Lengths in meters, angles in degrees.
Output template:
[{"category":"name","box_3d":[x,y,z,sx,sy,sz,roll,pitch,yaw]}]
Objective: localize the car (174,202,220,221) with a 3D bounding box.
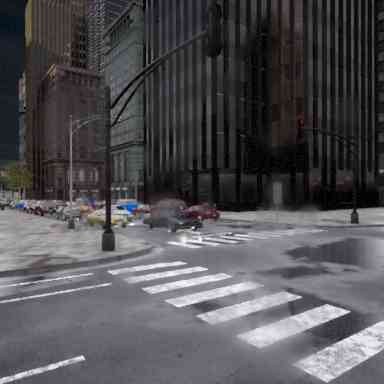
[{"category":"car","box_3d":[0.586,1.829,29.445,1.887,1.381,4.507,-1,0,-35]}]

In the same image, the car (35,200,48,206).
[{"category":"car","box_3d":[-37.738,2.710,83.419,2.008,1.369,4.403,-1,0,-35]}]

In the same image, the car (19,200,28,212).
[{"category":"car","box_3d":[-23.347,2.157,48.420,1.967,1.590,4.097,-1,0,-35]}]

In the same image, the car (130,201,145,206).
[{"category":"car","box_3d":[-5.294,2.005,37.748,1.802,1.307,4.206,-1,0,-35]}]

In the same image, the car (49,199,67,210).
[{"category":"car","box_3d":[-24.054,2.170,59.569,2.097,1.767,4.553,0,-1,-35]}]

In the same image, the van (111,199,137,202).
[{"category":"van","box_3d":[-8.240,1.833,41.899,1.690,1.788,3.998,-1,0,-35]}]

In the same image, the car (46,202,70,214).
[{"category":"car","box_3d":[-18.918,2.146,46.887,2.128,1.511,4.902,0,-1,-35]}]

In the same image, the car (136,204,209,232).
[{"category":"car","box_3d":[-1.457,1.791,22.152,2.033,1.411,5.357,0,-1,-35]}]

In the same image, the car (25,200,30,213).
[{"category":"car","box_3d":[-20.516,2.196,44.436,1.887,1.381,4.507,-1,0,-35]}]

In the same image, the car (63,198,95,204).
[{"category":"car","box_3d":[-12.935,1.866,38.387,2.097,1.767,4.553,0,-1,-35]}]

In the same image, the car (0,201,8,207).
[{"category":"car","box_3d":[-44.385,2.770,78.056,1.802,1.307,4.206,-1,0,-35]}]

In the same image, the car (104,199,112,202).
[{"category":"car","box_3d":[-11.180,1.875,46.050,2.192,1.841,5.009,-1,0,-35]}]

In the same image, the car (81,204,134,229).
[{"category":"car","box_3d":[-6.276,1.843,24.379,1.752,1.417,4.829,-1,0,-35]}]

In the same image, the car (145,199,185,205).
[{"category":"car","box_3d":[-2.360,1.669,33.597,2.192,1.841,5.009,-1,0,-35]}]

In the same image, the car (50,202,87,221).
[{"category":"car","box_3d":[-12.030,2.004,32.485,2.008,1.369,4.403,-1,0,-35]}]

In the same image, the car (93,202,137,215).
[{"category":"car","box_3d":[-7.056,1.902,30.093,1.812,1.442,4.674,0,-1,-35]}]

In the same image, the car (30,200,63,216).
[{"category":"car","box_3d":[-17.693,1.900,40.453,2.192,1.841,5.009,-1,0,-35]}]

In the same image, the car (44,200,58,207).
[{"category":"car","box_3d":[-31.714,2.595,74.935,1.947,1.339,4.313,-1,0,-35]}]

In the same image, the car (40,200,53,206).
[{"category":"car","box_3d":[-34.727,2.660,79.178,1.947,1.339,4.313,-1,0,-35]}]

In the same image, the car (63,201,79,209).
[{"category":"car","box_3d":[-22.679,2.407,62.210,1.802,1.307,4.206,-1,0,-35]}]

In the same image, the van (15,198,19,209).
[{"category":"van","box_3d":[-26.177,2.123,52.404,1.690,1.788,3.998,-1,0,-35]}]

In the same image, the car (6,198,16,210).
[{"category":"car","box_3d":[-31.936,2.353,60.517,1.967,1.590,4.097,-1,0,-35]}]

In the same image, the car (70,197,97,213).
[{"category":"car","box_3d":[-15.707,1.842,47.804,2.150,2.045,5.566,0,-1,-36]}]

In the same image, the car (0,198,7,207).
[{"category":"car","box_3d":[-41.273,2.666,73.672,1.887,1.381,4.507,-1,0,-35]}]

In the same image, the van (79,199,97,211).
[{"category":"van","box_3d":[-17.060,2.038,54.353,1.690,1.788,3.998,-1,0,-35]}]
